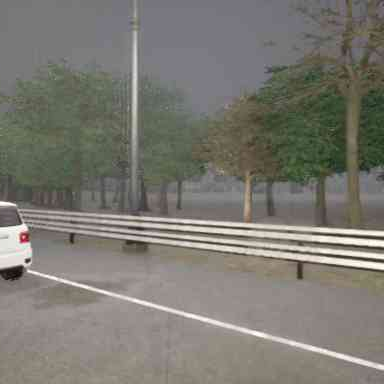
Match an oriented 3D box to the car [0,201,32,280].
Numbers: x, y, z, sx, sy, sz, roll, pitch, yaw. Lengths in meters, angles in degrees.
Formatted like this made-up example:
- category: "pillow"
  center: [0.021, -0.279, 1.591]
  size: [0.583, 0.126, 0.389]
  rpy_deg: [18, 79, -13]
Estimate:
- category: "car"
  center: [-6.443, 1.234, 8.811]
  size: [5.566, 2.045, 2.150]
  rpy_deg: [0, 0, 37]
